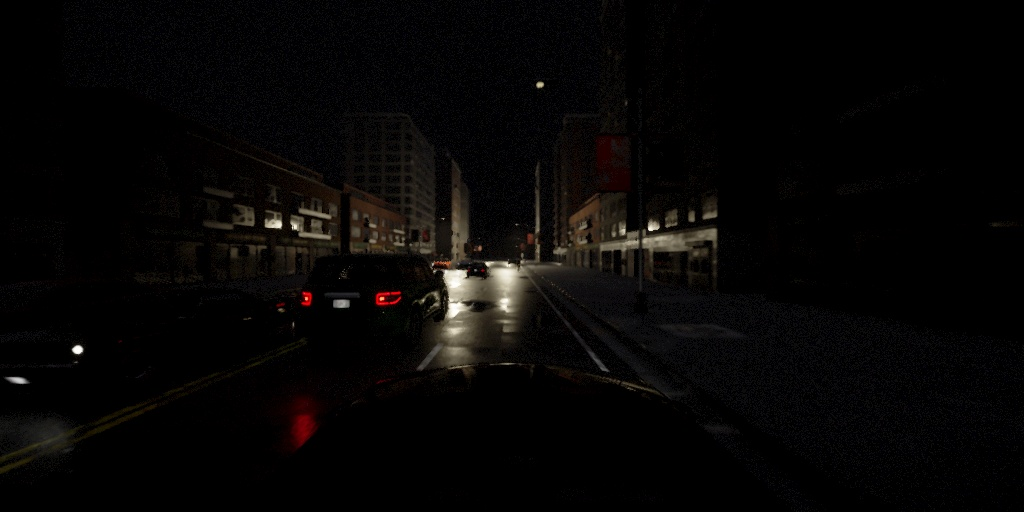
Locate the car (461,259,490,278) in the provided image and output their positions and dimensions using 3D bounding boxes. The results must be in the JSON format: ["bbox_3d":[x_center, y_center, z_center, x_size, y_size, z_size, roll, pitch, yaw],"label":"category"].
[{"bbox_3d":[-3.136,1.303,33.376,2.033,1.411,5.357,0,0,0],"label":"car"}]

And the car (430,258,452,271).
[{"bbox_3d":[-9.803,1.113,50.005,2.097,1.767,4.553,0,0,0],"label":"car"}]

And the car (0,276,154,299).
[{"bbox_3d":[-9.847,1.229,7.634,1.882,1.535,5.008,0,0,0],"label":"car"}]

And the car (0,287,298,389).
[{"bbox_3d":[-6.598,1.352,6.993,1.895,1.301,4.718,0,0,0],"label":"car"}]

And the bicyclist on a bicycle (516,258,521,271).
[{"bbox_3d":[0.910,1.212,47.533,0.582,1.620,1.656,0,0,0],"label":"bicyclist on a bicycle"}]

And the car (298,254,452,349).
[{"bbox_3d":[-3.148,0.973,9.301,2.150,2.045,5.566,0,0,0],"label":"car"}]

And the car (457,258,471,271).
[{"bbox_3d":[-6.543,1.112,50.931,2.097,1.767,4.553,0,0,0],"label":"car"}]
